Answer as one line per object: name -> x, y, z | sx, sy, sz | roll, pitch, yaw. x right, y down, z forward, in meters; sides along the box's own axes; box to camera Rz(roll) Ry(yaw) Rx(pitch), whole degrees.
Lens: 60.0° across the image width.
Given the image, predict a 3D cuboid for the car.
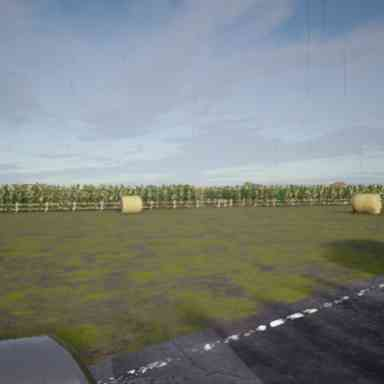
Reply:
car -> -2.873, 1.553, 1.043 | 5.357, 1.411, 2.033 | 0, 0, -35
